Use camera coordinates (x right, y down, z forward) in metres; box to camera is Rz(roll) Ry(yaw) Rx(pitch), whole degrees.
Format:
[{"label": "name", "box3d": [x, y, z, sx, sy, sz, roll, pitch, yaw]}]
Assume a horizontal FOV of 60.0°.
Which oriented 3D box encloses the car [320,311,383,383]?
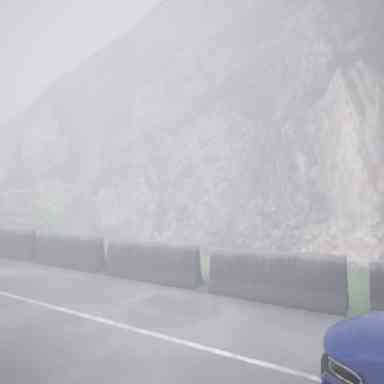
[{"label": "car", "box3d": [3.675, 1.665, 2.627, 5.008, 1.535, 1.882, -1, -3, 31]}]
